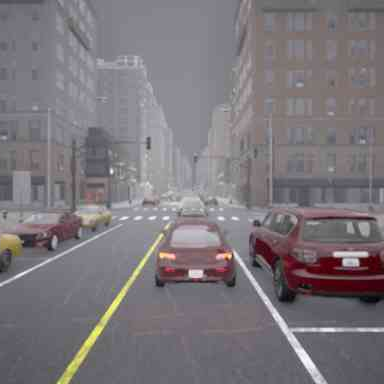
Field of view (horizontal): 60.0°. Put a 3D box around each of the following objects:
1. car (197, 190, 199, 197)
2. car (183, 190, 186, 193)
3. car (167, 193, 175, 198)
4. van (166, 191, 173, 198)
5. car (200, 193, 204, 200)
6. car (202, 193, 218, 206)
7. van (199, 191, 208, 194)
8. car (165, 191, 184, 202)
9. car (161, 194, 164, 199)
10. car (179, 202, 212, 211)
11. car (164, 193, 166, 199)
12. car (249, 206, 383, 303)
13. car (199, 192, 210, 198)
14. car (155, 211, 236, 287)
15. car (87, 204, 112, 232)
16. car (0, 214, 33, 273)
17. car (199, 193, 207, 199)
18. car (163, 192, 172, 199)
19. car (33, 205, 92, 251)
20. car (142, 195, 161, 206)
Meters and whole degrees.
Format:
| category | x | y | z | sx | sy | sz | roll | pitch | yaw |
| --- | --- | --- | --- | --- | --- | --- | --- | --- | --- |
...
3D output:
| category | x | y | z | sx | sy | sz | roll | pitch | yaw |
| --- | --- | --- | --- | --- | --- | --- | --- | --- | --- |
| car | 2.687 | 0.773 | 68.958 | 2.192 | 1.841 | 5.009 | 1 | 0 | 0 |
| car | -2.990 | 0.951 | 75.103 | 2.033 | 1.411 | 5.357 | 0 | 0 | 0 |
| car | -5.838 | 0.869 | 91.659 | 1.802 | 1.307 | 4.206 | 1 | 0 | 0 |
| van | -5.837 | 0.671 | 85.985 | 1.690 | 1.788 | 3.998 | 1 | 0 | 0 |
| car | 2.682 | 1.171 | 51.940 | 1.802 | 1.307 | 4.206 | 1 | 0 | 0 |
| car | 2.682 | 1.215 | 46.267 | 1.802 | 1.307 | 4.206 | 1 | 0 | 0 |
| van | 2.686 | 0.842 | 63.285 | 1.690 | 1.788 | 3.998 | 1 | 0 | 0 |
| car | -3.041 | 1.022 | 59.504 | 2.128 | 1.511 | 4.902 | 0 | 0 | 1 |
| car | -5.843 | 1.134 | 51.950 | 1.887 | 1.381 | 4.507 | 1 | 0 | 0 |
| car | 0.065 | 1.456 | 18.134 | 1.895 | 1.301 | 4.718 | 0 | 0 | 0 |
| car | -5.841 | 1.040 | 68.968 | 1.802 | 1.307 | 4.206 | 1 | 0 | 0 |
| car | 2.679 | 1.250 | 7.998 | 2.192 | 1.841 | 5.009 | 1 | 0 | 0 |
| car | 2.683 | 1.127 | 57.614 | 1.802 | 1.307 | 4.206 | 1 | 0 | 0 |
| car | 0.086 | 1.454 | 8.956 | 1.812 | 1.442 | 4.674 | 0 | 0 | 0 |
| car | -5.847 | 1.373 | 19.088 | 1.752 | 1.417 | 4.829 | 1 | 0 | 0 |
| car | -5.849 | 1.462 | 7.839 | 1.752 | 1.417 | 4.829 | 1 | 0 | 0 |
| car | 2.686 | 0.954 | 80.306 | 1.802 | 1.307 | 4.206 | 1 | 0 | 0 |
| car | -5.838 | 0.812 | 80.313 | 1.967 | 1.590 | 4.097 | 1 | 0 | 0 |
| car | -5.848 | 1.436 | 13.634 | 1.887 | 1.381 | 4.507 | 1 | 0 | 0 |
| car | -5.844 | 1.178 | 46.277 | 1.887 | 1.381 | 4.507 | 1 | 0 | 0 |
